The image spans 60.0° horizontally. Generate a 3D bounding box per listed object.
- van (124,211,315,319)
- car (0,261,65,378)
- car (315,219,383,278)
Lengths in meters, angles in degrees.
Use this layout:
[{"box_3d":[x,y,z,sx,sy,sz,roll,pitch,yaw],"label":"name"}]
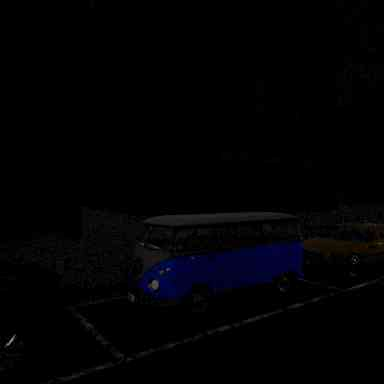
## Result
[{"box_3d":[0.628,1.341,7.100,3.998,1.788,1.690,0,0,-35],"label":"van"},{"box_3d":[-3.799,1.566,3.942,4.313,1.339,1.947,0,0,-35],"label":"car"},{"box_3d":[4.917,1.526,10.158,4.829,1.417,1.752,0,0,-35],"label":"car"}]
